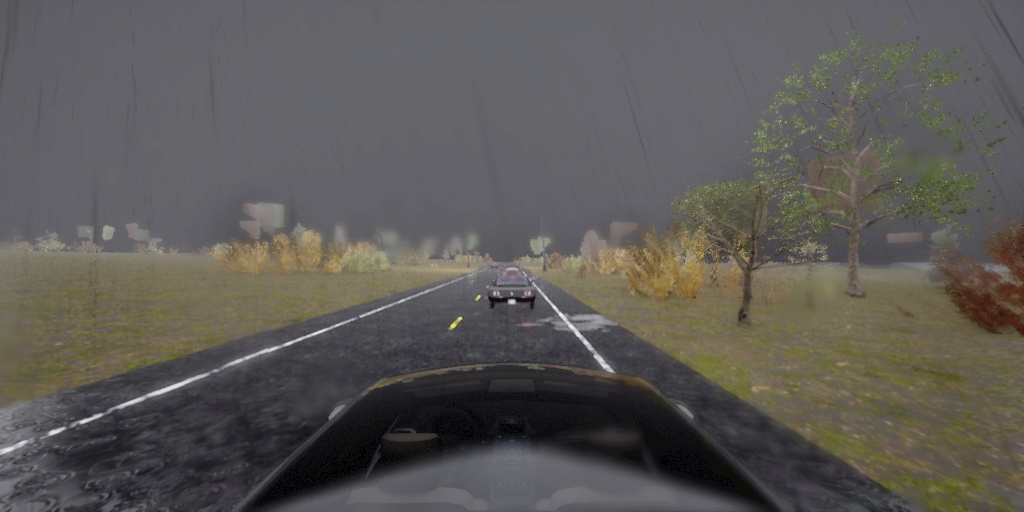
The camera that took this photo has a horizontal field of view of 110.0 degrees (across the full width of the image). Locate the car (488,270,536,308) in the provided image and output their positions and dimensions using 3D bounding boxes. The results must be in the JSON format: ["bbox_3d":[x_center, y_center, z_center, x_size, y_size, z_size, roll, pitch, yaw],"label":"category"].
[{"bbox_3d":[0.004,1.484,15.957,1.895,1.301,4.718,0,-1,0],"label":"car"}]

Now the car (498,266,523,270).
[{"bbox_3d":[0.010,1.556,31.223,1.812,1.442,4.674,0,0,0],"label":"car"}]
